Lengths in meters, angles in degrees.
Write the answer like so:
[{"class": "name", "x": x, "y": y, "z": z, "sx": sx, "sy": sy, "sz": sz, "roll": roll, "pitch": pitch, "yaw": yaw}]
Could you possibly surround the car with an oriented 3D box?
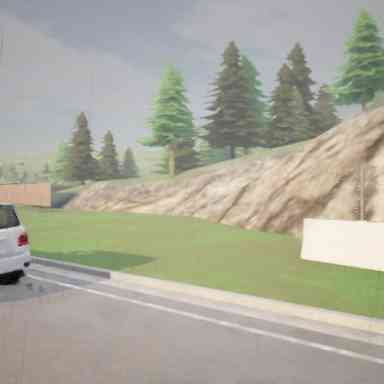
[{"class": "car", "x": -6.216, "y": 1.203, "z": 8.067, "sx": 5.566, "sy": 2.045, "sz": 2.150, "roll": 0, "pitch": 0, "yaw": 34}]
